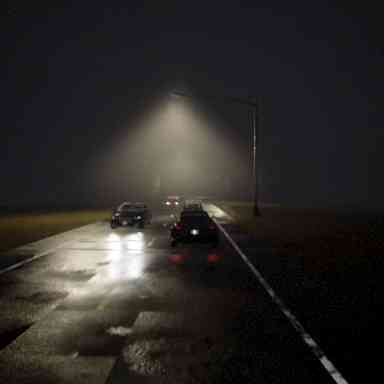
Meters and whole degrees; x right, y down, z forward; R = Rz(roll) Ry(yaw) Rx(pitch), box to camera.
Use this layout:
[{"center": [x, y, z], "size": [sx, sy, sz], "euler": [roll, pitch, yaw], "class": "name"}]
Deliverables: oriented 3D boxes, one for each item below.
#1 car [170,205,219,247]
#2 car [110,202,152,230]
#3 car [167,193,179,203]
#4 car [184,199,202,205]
[{"center": [0.102, 1.487, 14.727], "size": [1.994, 1.385, 4.181], "euler": [0, 0, 0], "class": "car"}, {"center": [-3.595, 1.384, 20.237], "size": [2.128, 1.511, 4.902], "euler": [0, 0, 0], "class": "car"}, {"center": [-3.521, 1.026, 61.870], "size": [2.097, 1.767, 4.553], "euler": [0, 0, 0], "class": "car"}, {"center": [0.098, 1.417, 34.691], "size": [1.895, 1.301, 4.718], "euler": [0, 0, 0], "class": "car"}]
